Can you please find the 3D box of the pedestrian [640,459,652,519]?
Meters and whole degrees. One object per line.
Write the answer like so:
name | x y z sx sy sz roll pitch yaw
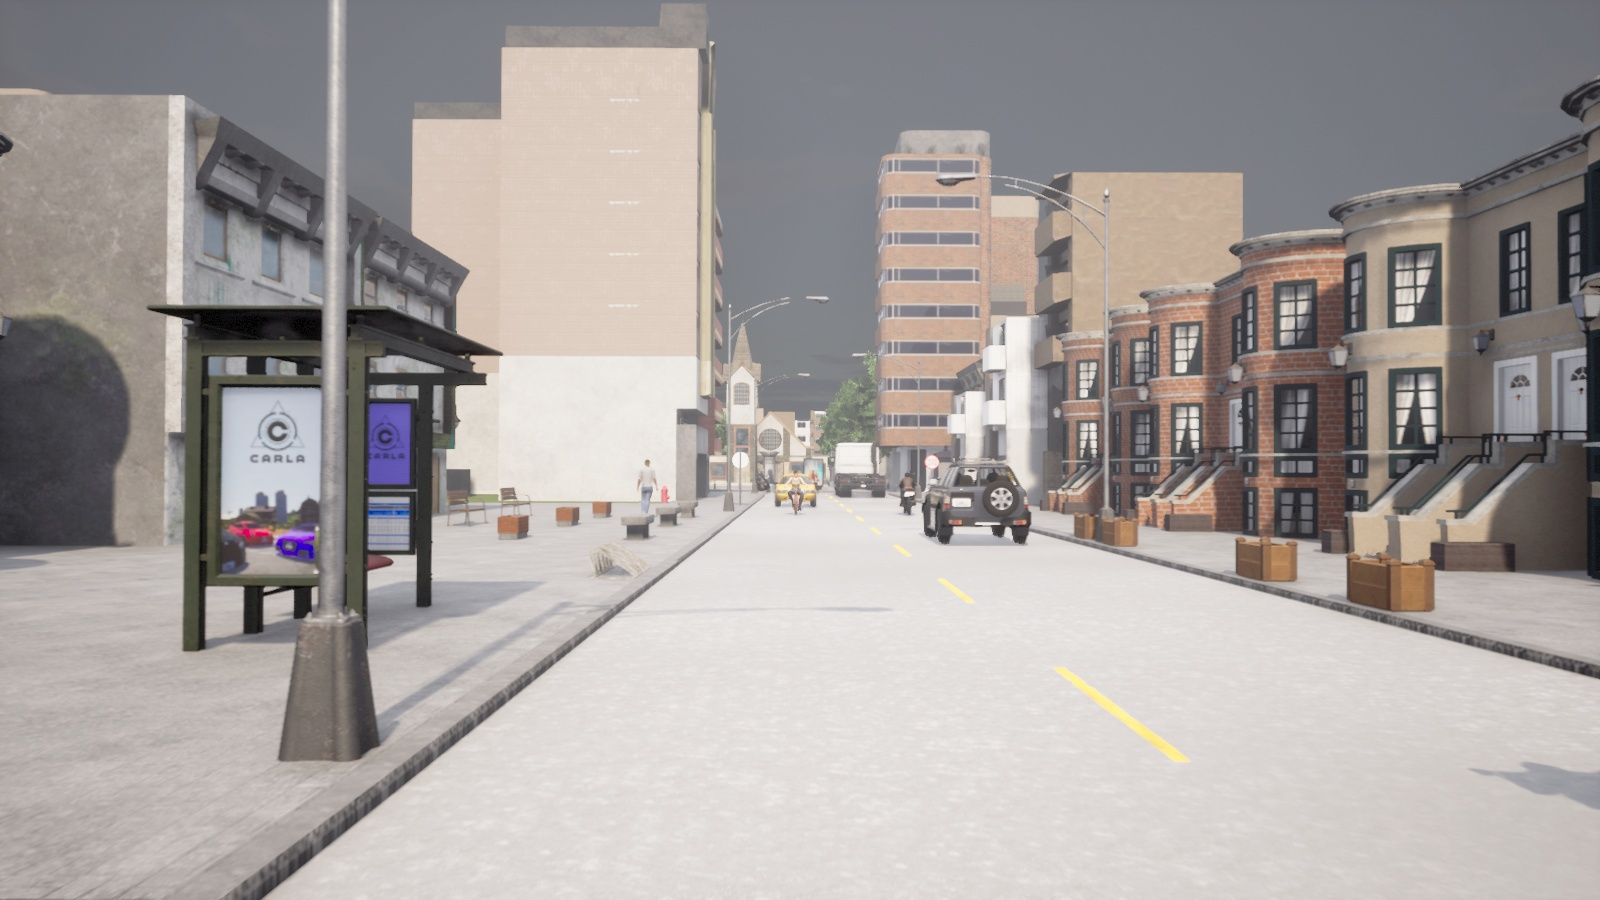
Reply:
pedestrian | -4.720 1.187 38.482 0.354 1.836 0.706 0 -1 -5

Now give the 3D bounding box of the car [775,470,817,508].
car | -0.176 1.688 55.841 1.801 1.575 5.366 0 -1 0

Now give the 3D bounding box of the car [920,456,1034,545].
car | 3.926 1.094 28.570 1.932 1.855 4.605 0 -1 0

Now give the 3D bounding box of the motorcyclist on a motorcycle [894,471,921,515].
motorcyclist on a motorcycle | 3.868 1.539 45.298 0.797 1.523 2.044 0 -1 0

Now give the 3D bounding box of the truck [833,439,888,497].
truck | 3.686 1.125 78.139 2.891 3.462 7.936 0 -1 -1
